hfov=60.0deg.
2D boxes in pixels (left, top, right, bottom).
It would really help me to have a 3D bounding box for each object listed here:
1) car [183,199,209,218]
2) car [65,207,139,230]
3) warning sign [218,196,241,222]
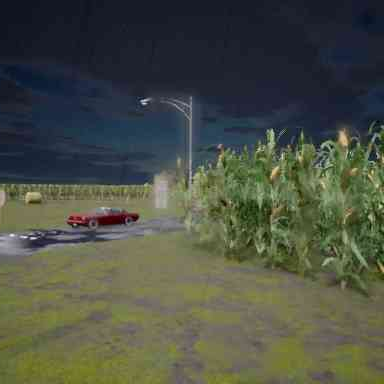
[{"bbox_3d":[1.157,1.417,31.479,2.097,1.767,4.553,1,0,35],"label":"car"},{"bbox_3d":[-5.678,1.630,21.491,1.895,1.301,4.718,1,0,34],"label":"car"},{"bbox_3d":[2.721,1.216,24.370,1.300,1.860,1.060,1,1,34],"label":"warning sign"}]
